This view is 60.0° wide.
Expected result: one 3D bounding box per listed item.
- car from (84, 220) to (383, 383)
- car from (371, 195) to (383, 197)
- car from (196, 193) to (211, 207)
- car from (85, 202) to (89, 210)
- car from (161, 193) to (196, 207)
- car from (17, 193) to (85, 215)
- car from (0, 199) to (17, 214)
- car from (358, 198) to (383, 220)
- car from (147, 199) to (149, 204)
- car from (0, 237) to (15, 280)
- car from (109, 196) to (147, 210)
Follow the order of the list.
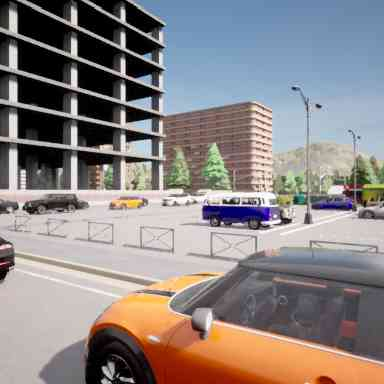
[{"bbox_3d":[1.002,1.352,3.274,4.553,1.767,2.097,0,0,35],"label":"car"},{"bbox_3d":[17.786,1.153,29.391,4.605,1.855,1.932,0,0,36],"label":"car"},{"bbox_3d":[0.637,1.163,61.097,2.150,2.045,5.566,0,0,35],"label":"car"},{"bbox_3d":[-14.448,1.508,39.876,1.994,1.385,4.181,0,0,35],"label":"car"},{"bbox_3d":[-2.331,1.164,50.943,2.150,2.045,5.566,0,0,35],"label":"car"},{"bbox_3d":[-14.284,1.166,34.033,2.150,2.045,5.566,0,0,35],"label":"car"},{"bbox_3d":[-19.590,1.436,32.602,2.128,1.511,4.902,0,0,36],"label":"car"},{"bbox_3d":[14.579,1.395,24.826,3.806,1.475,1.970,0,0,36],"label":"car"},{"bbox_3d":[-8.423,1.436,48.403,2.128,1.511,4.902,0,0,35],"label":"car"},{"bbox_3d":[-6.511,1.492,8.588,4.902,1.511,2.128,0,0,35],"label":"car"},{"bbox_3d":[-8.406,1.297,42.361,2.097,1.767,4.553,0,0,35],"label":"car"}]
